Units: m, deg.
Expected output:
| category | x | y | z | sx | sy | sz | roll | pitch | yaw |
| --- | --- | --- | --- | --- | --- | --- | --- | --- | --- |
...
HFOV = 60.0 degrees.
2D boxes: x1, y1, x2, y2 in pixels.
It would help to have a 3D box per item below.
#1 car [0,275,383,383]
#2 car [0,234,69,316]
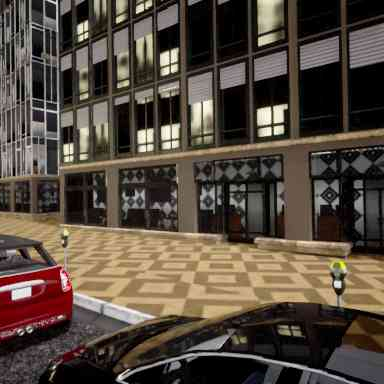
| category | x | y | z | sx | sy | sz | roll | pitch | yaw |
| --- | --- | --- | --- | --- | --- | --- | --- | --- | --- |
| car | 0.652 | 1.566 | 2.447 | 4.313 | 1.339 | 1.947 | 0 | -1 | 36 |
| car | -3.924 | 1.441 | 5.826 | 4.097 | 1.590 | 1.967 | 0 | -1 | 37 |
